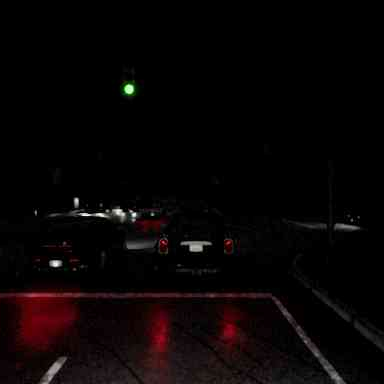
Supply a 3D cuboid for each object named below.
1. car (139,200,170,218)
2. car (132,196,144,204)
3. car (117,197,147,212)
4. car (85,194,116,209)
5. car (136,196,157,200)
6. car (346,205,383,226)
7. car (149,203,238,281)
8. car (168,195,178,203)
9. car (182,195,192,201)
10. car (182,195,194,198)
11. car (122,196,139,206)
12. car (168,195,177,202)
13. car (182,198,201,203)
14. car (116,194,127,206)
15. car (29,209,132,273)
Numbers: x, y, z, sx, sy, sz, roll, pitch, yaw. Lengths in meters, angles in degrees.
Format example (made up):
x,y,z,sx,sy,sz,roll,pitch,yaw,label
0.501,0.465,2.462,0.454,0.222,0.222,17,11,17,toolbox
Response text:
x,y,z,sx,sy,sz,roll,pitch,yaw,label
-3.405,1.655,30.957,1.895,1.301,4.718,0,0,0,car
-10.921,1.553,67.850,1.812,1.442,4.674,0,0,-2,car
-7.101,1.617,40.103,2.033,1.411,5.357,0,0,0,car
-10.600,1.418,37.963,2.097,1.767,4.553,0,0,0,car
-7.055,1.623,50.172,2.033,1.411,5.357,0,0,1,car
13.783,1.589,23.307,5.357,1.411,2.033,0,0,-3,car
0.098,1.369,10.070,2.097,1.767,4.553,0,0,0,car
-3.991,1.501,69.477,1.882,1.535,5.008,0,0,-4,car
-1.269,1.356,80.086,1.994,1.385,4.181,0,0,-7,car
-0.530,1.535,70.170,1.812,1.442,4.674,0,0,-4,car
-10.603,1.556,57.627,2.128,1.511,4.902,0,0,-1,car
-4.751,1.471,79.646,1.837,1.490,4.892,0,0,-7,car
0.095,1.545,30.359,2.128,1.511,4.902,0,0,0,car
-10.570,1.297,47.405,2.150,2.045,5.566,0,0,0,car
-3.401,1.524,10.712,1.837,1.490,4.892,0,0,0,car
